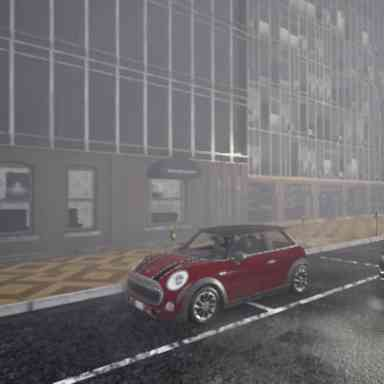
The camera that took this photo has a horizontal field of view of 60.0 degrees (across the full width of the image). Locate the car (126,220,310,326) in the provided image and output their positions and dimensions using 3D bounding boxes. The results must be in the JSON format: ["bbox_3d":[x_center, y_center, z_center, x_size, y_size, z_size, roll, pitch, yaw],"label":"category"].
[{"bbox_3d":[0.657,1.473,7.120,4.097,1.590,1.967,0,0,-37],"label":"car"}]

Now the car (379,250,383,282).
[{"bbox_3d":[6.470,1.479,8.268,4.902,1.511,2.128,0,0,-37],"label":"car"}]
